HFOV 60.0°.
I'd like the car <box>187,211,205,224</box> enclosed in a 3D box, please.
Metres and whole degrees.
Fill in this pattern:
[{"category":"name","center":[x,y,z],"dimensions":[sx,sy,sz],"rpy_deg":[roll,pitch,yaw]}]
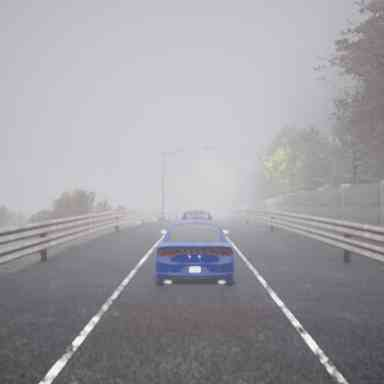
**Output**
[{"category":"car","center":[0.487,2.686,36.005],"dimensions":[1.895,1.301,4.718],"rpy_deg":[0,-4,2]}]

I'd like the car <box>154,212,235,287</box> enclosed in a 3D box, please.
[{"category":"car","center":[0.076,1.534,9.534],"dimensions":[1.882,1.535,5.008],"rpy_deg":[0,-1,0]}]

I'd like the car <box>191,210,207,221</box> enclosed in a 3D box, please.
[{"category":"car","center":[1.047,3.284,46.760],"dimensions":[2.128,1.511,4.902],"rpy_deg":[0,-4,3]}]

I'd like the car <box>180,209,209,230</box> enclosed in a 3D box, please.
[{"category":"car","center":[0.231,2.094,26.012],"dimensions":[2.033,1.411,5.357],"rpy_deg":[0,-3,1]}]

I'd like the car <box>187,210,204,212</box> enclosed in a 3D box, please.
[{"category":"car","center":[0.221,1.684,16.178],"dimensions":[2.128,1.511,4.902],"rpy_deg":[0,-2,1]}]
